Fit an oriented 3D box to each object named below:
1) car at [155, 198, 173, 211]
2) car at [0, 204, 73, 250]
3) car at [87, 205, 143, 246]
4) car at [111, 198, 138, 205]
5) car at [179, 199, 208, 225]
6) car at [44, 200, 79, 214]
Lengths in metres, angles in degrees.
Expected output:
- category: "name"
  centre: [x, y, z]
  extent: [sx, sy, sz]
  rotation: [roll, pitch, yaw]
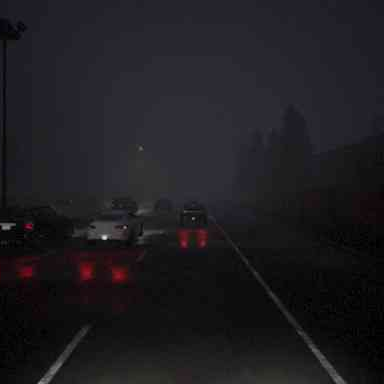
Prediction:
- category: "car"
  centre: [-3.396, 1.473, 40.464]
  extent: [1.882, 1.535, 5.008]
  rotation: [0, 0, 0]
- category: "car"
  centre: [-6.898, 1.350, 14.528]
  extent: [2.097, 1.767, 4.553]
  rotation: [0, 0, 0]
- category: "car"
  centre: [-3.398, 1.524, 15.244]
  extent: [1.812, 1.442, 4.674]
  rotation: [0, 0, 0]
- category: "car"
  centre: [-6.896, 1.348, 34.251]
  extent: [2.097, 1.767, 4.553]
  rotation: [0, 0, 0]
- category: "car"
  centre: [0.103, 1.489, 23.899]
  extent: [2.128, 1.511, 4.902]
  rotation: [0, 0, 0]
- category: "car"
  centre: [-13.997, 1.596, 35.990]
  extent: [1.895, 1.301, 4.718]
  rotation: [0, 0, 0]
